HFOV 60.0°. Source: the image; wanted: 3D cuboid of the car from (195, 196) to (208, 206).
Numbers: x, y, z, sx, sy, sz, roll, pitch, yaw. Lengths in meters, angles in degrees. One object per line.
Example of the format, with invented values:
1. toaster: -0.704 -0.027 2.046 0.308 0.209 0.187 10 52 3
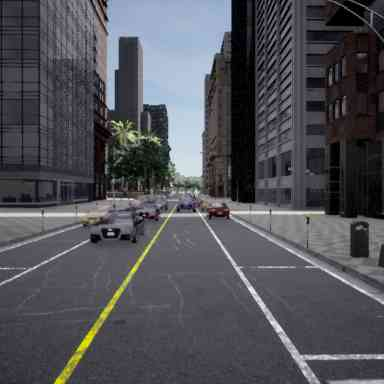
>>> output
1. car: 1.632 1.459 55.816 1.967 1.590 4.097 0 0 -1

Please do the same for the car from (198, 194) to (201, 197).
1. car: 1.744 1.455 50.392 1.967 1.590 4.097 0 0 -1

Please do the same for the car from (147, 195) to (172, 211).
1. car: -3.922 1.501 40.941 2.128 1.511 4.902 0 0 -1

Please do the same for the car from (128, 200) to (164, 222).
1. car: -3.609 1.566 26.566 1.994 1.385 4.181 0 0 -2

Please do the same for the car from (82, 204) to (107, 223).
1. car: -6.214 1.527 22.932 1.752 1.417 4.829 0 0 -1

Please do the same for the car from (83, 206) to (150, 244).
1. car: -3.394 1.565 15.797 1.994 1.385 4.181 0 0 -1

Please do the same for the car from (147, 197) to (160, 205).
1. car: -7.004 1.569 61.076 1.887 1.381 4.507 0 0 -1

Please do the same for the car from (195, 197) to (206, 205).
1. car: 1.519 1.569 61.240 1.887 1.381 4.507 0 0 -1

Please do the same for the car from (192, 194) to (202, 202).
1. car: 1.183 1.355 77.512 2.192 1.841 5.009 0 0 -1

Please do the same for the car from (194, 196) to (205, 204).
1. car: 1.408 1.581 66.663 2.008 1.369 4.403 0 0 -1

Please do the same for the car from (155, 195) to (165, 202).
1. car: -7.341 1.480 77.351 1.967 1.590 4.097 0 0 -1

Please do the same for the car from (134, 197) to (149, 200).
1. car: -6.555 1.590 39.377 1.802 1.307 4.206 0 0 -1

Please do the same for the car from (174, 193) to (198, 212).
1. car: -0.664 1.359 38.185 2.097 1.767 4.553 0 0 -1

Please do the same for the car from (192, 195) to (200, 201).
1. car: 0.960 1.614 88.360 1.947 1.339 4.313 0 0 -1

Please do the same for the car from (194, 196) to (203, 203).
1. car: 1.292 1.561 72.257 1.752 1.417 4.829 0 0 -1

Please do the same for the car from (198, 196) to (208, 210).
1. car: 1.965 1.533 39.714 1.752 1.417 4.829 0 0 -1

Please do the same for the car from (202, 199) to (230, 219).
1. car: 2.193 1.548 28.696 1.887 1.381 4.507 0 0 -1

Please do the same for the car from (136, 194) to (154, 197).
1. car: -6.668 1.326 44.802 2.192 1.841 5.009 0 0 -1
